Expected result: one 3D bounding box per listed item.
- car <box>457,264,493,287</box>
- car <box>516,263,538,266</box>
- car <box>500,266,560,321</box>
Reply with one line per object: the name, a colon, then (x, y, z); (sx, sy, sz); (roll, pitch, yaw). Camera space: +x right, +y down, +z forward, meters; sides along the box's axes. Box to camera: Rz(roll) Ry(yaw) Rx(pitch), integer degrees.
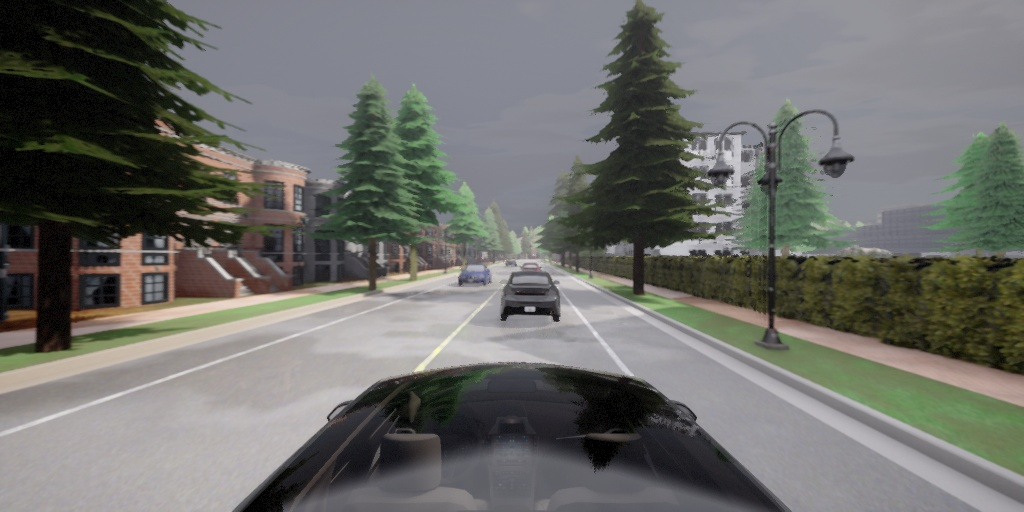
car: (-2.453, 1.257, 24.689); (1.812, 1.442, 4.674); (0, 0, 3)
car: (1.572, 1.291, 30.741); (1.812, 1.442, 4.674); (0, 0, 3)
car: (0.629, 1.261, 12.570); (1.837, 1.490, 4.892); (0, 0, 3)
